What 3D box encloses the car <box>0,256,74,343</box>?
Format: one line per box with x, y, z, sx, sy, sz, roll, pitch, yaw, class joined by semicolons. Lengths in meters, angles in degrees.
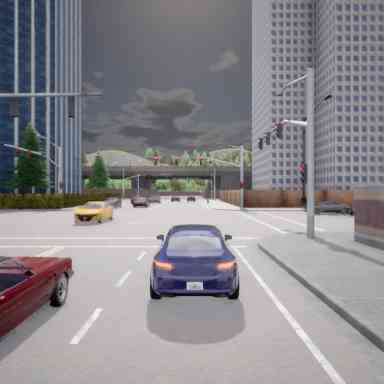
-3.450;1.601;5.023;1.895;1.301;4.718;0;0;0;car

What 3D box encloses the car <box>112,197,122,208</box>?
-10.697;1.491;44.703;2.128;1.511;4.902;0;0;0;car

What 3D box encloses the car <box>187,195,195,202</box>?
-0.162;1.477;74.568;1.837;1.490;4.892;0;0;0;car

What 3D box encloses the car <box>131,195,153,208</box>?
-7.198;1.477;47.288;1.882;1.535;5.008;0;0;0;car

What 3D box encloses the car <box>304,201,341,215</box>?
13.557;1.564;33.508;4.181;1.385;1.994;0;0;0;car

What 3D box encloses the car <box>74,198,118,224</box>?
-7.155;1.477;24.698;1.882;1.535;5.008;0;0;0;car

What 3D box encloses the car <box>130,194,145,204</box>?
-10.677;1.351;65.242;2.097;1.767;4.553;0;0;0;car

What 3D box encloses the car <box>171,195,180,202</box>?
-3.662;1.501;74.560;1.812;1.442;4.674;0;0;0;car

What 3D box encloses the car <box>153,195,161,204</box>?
-7.189;1.352;63.469;2.097;1.767;4.553;0;0;0;car

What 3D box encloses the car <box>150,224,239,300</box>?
0.060;1.526;8.292;1.812;1.442;4.674;0;0;0;car

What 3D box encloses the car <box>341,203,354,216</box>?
16.223;1.564;30.001;4.181;1.385;1.994;0;0;0;car
